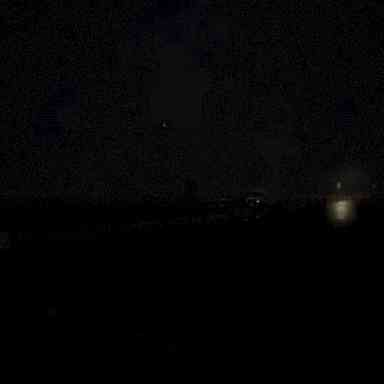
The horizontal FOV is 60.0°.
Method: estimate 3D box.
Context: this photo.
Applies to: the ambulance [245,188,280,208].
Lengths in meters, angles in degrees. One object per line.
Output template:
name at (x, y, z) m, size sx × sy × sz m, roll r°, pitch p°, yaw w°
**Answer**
ambulance at (8.838, 0.738, 41.651) m, size 2.351 × 2.431 × 6.366 m, roll 2°, pitch 2°, yaw 35°
